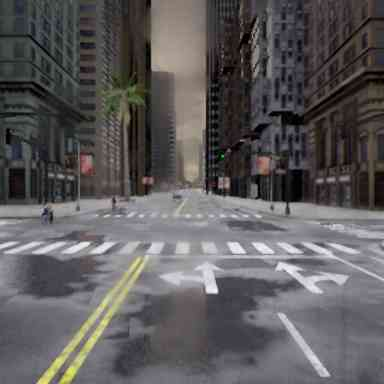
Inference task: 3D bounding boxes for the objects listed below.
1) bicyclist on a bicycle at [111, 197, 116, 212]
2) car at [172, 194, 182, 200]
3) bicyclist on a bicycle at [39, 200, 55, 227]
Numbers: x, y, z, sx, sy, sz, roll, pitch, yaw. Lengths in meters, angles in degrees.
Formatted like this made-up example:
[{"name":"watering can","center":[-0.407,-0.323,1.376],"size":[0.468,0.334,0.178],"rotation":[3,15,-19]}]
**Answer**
[{"name":"bicyclist on a bicycle","center":[-8.760,1.376,37.266],"size":[0.582,1.620,1.656],"rotation":[0,0,0]},{"name":"car","center":[-3.248,1.041,72.588],"size":[1.895,1.301,4.718],"rotation":[0,0,0]},{"name":"bicyclist on a bicycle","center":[-8.869,1.304,20.501],"size":[0.866,1.612,1.509],"rotation":[1,1,-1]}]
